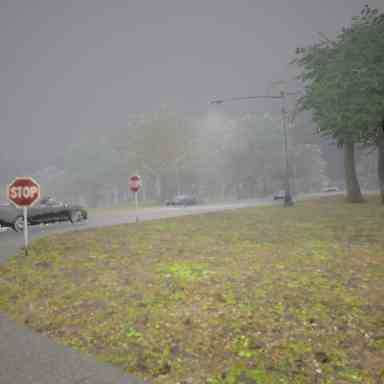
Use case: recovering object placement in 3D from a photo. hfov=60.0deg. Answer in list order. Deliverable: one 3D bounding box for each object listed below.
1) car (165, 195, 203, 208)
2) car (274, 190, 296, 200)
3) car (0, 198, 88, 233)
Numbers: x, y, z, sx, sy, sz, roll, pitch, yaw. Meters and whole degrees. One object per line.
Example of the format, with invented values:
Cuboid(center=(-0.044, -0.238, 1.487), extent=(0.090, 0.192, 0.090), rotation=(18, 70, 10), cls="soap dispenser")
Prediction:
Cuboid(center=(-0.847, 1.014, 38.294), extent=(2.033, 1.411, 5.357), rotation=(-4, -1, 34), cls="car")
Cuboid(center=(12.877, 0.386, 45.976), extent=(1.994, 1.385, 4.181), rotation=(-4, -1, 34), cls="car")
Cuboid(center=(-7.445, 1.030, 16.243), extent=(2.128, 1.511, 4.902), rotation=(-3, 0, 34), cls="car")
